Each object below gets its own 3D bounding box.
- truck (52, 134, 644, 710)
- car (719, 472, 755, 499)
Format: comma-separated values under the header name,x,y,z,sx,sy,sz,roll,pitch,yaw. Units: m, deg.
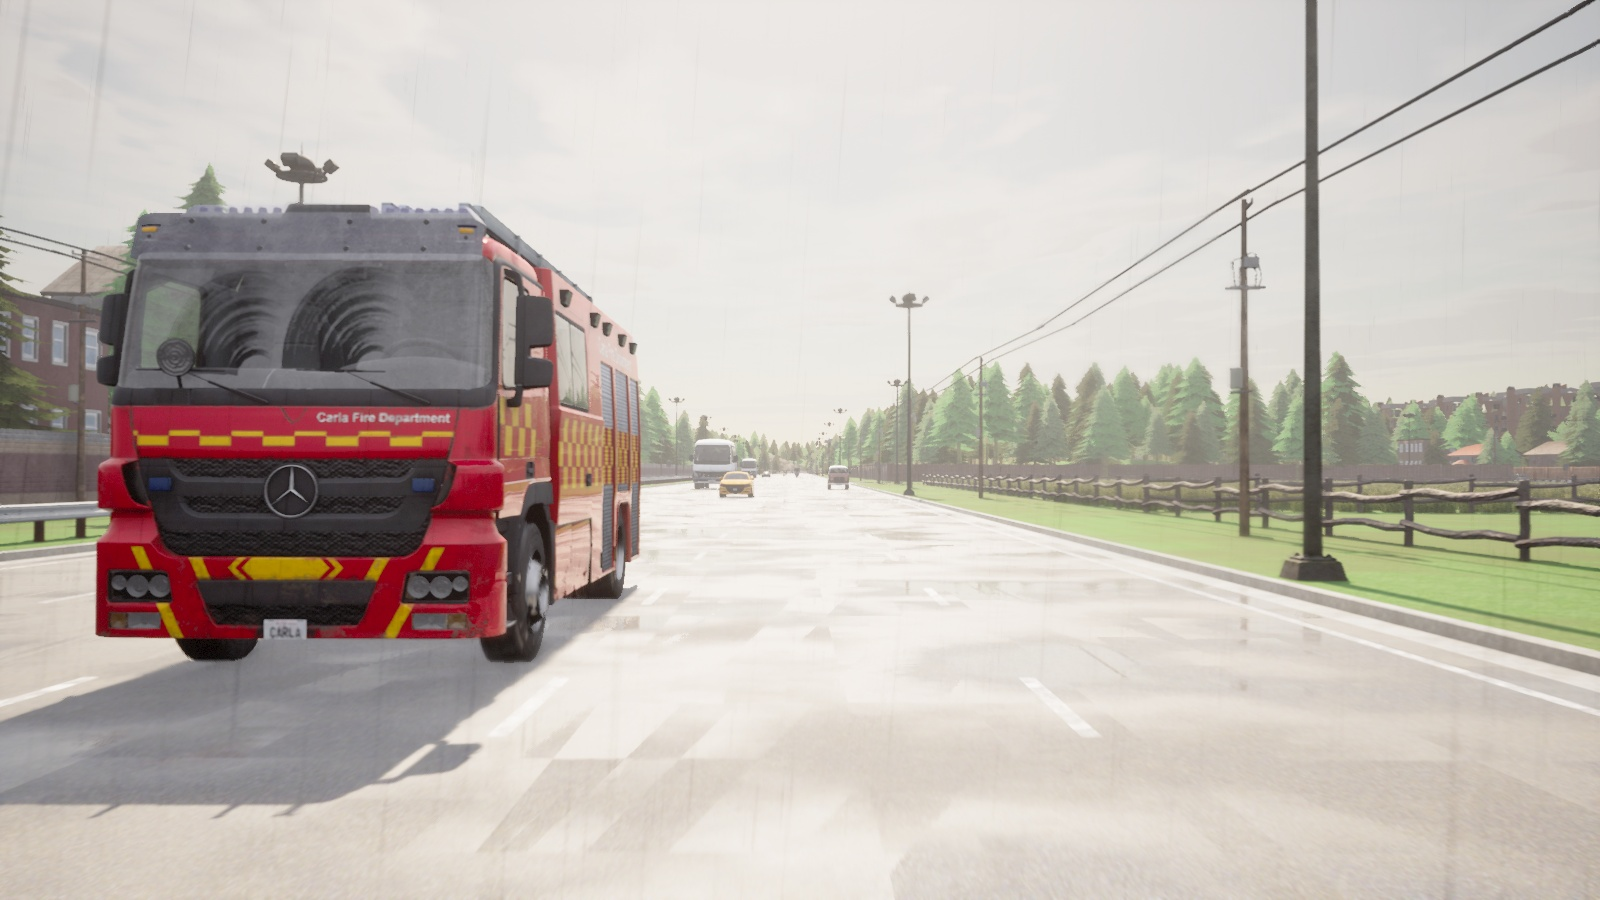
name,x,y,z,sx,sy,sz,roll,pitch,yaw
truck,-3.535,-0.125,12.598,2.891,3.827,8.468,0,-1,0
car,-3.677,2.042,73.748,1.882,1.535,5.008,0,-1,0
